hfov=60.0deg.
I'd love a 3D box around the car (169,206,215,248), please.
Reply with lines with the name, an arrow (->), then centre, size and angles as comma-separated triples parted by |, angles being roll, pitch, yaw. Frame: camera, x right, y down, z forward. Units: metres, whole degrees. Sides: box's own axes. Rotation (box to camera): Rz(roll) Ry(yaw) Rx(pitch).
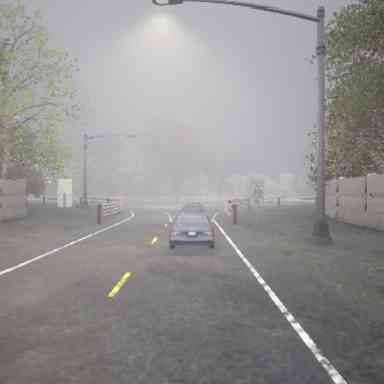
car -> 0.000, 1.566, 14.659 | 2.033, 1.411, 5.357 | 0, 0, 0

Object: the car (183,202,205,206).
car -> 0.143, 1.580, 29.518 | 1.994, 1.385, 4.181 | 0, 0, 4
